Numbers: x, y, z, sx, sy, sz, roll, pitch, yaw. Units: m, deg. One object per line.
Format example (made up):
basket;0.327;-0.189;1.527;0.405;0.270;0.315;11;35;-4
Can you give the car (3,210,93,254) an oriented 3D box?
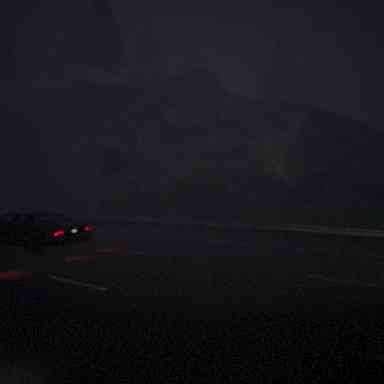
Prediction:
car;-6.345;1.428;12.943;5.357;1.411;2.033;0;1;29

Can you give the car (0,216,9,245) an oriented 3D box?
car;-8.061;1.489;9.742;5.357;1.411;2.033;0;1;29
